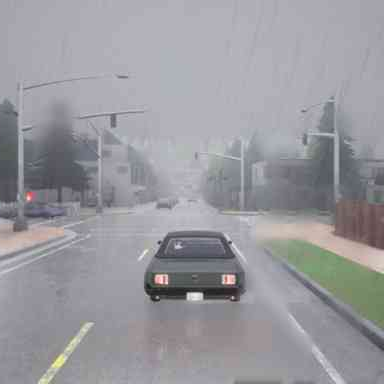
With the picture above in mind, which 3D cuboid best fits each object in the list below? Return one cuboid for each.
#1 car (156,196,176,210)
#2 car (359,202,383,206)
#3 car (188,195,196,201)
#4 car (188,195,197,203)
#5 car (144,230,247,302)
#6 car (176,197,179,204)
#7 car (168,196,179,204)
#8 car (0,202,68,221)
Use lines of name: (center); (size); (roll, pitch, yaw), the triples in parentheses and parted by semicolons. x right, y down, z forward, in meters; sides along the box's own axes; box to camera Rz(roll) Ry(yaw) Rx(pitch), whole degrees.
car: (-3.585, 1.477, 44.101); (1.882, 1.535, 5.008); (0, 0, 0)
car: (15.305, 1.581, 29.288); (4.718, 1.301, 1.895); (0, 0, -8)
car: (0.017, 1.477, 81.492); (1.882, 1.535, 5.008); (0, 0, 0)
car: (0.018, 1.595, 71.456); (1.895, 1.301, 4.718); (0, 0, 0)
car: (0.070, 1.601, 8.225); (1.895, 1.301, 4.718); (0, 0, 0)
car: (-3.578, 1.504, 54.062); (1.837, 1.490, 4.892); (0, 0, 0)
car: (-3.543, 1.563, 64.125); (1.994, 1.385, 4.181); (0, 0, 0)
car: (-13.112, 1.563, 27.264); (5.357, 1.411, 2.033); (0, 0, -2)
